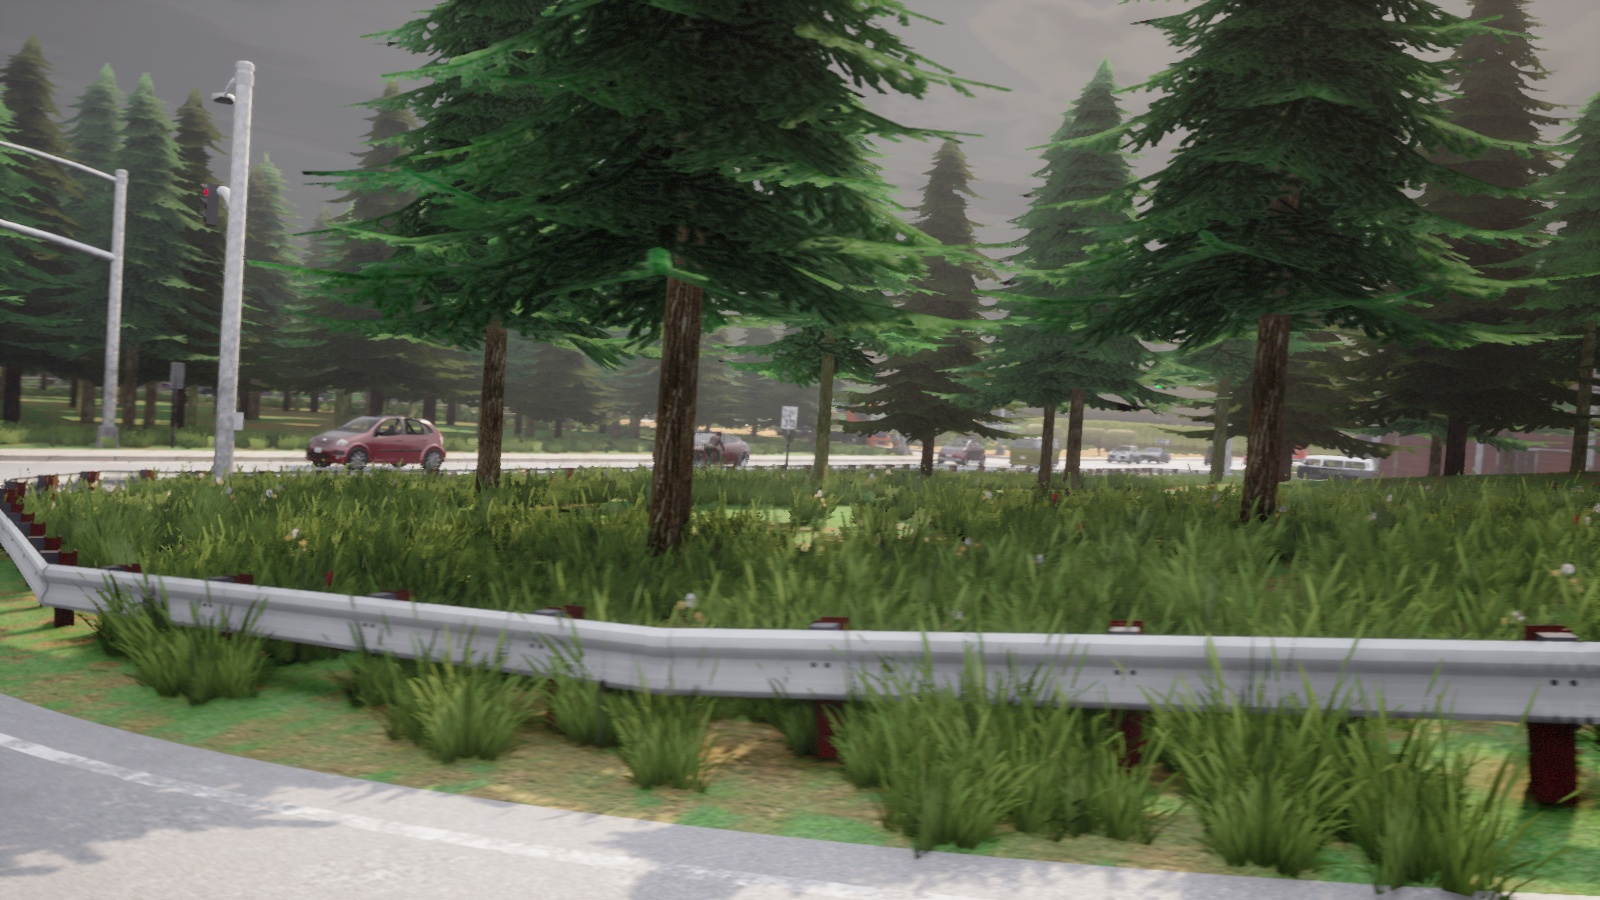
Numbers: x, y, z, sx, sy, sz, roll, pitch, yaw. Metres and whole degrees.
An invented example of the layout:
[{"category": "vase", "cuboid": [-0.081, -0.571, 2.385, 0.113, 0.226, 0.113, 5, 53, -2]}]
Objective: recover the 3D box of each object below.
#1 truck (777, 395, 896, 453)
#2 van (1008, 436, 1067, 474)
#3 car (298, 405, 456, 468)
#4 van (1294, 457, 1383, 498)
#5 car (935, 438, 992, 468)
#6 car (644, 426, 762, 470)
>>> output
[{"category": "truck", "cuboid": [2.590, -1.882, 90.219, 7.936, 3.462, 2.891, 6, 2, 32]}, {"category": "van", "cuboid": [13.683, 0.293, 72.301, 1.775, 1.987, 4.442, 6, 2, 31]}, {"category": "car", "cuboid": [-12.306, -0.368, 36.721, 1.851, 1.617, 3.988, 6, 2, 33]}, {"category": "van", "cuboid": [32.481, 1.627, 75.774, 4.480, 2.038, 2.069, 6, 2, 32]}, {"category": "car", "cuboid": [9.386, 0.200, 71.934, 1.789, 1.549, 3.705, 6, 2, 31]}, {"category": "car", "cuboid": [-3.813, -0.057, 49.981, 2.163, 1.488, 4.792, 6, 2, 32]}]
